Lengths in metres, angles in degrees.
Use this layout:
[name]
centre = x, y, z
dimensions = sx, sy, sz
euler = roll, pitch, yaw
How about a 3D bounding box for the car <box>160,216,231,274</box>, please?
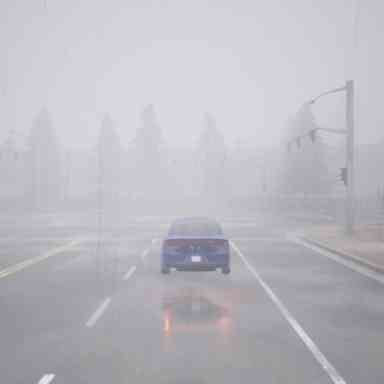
[car]
centre = 0.103, 1.497, 10.658
dimensions = 1.882, 1.535, 5.008
euler = 0, 0, 0
